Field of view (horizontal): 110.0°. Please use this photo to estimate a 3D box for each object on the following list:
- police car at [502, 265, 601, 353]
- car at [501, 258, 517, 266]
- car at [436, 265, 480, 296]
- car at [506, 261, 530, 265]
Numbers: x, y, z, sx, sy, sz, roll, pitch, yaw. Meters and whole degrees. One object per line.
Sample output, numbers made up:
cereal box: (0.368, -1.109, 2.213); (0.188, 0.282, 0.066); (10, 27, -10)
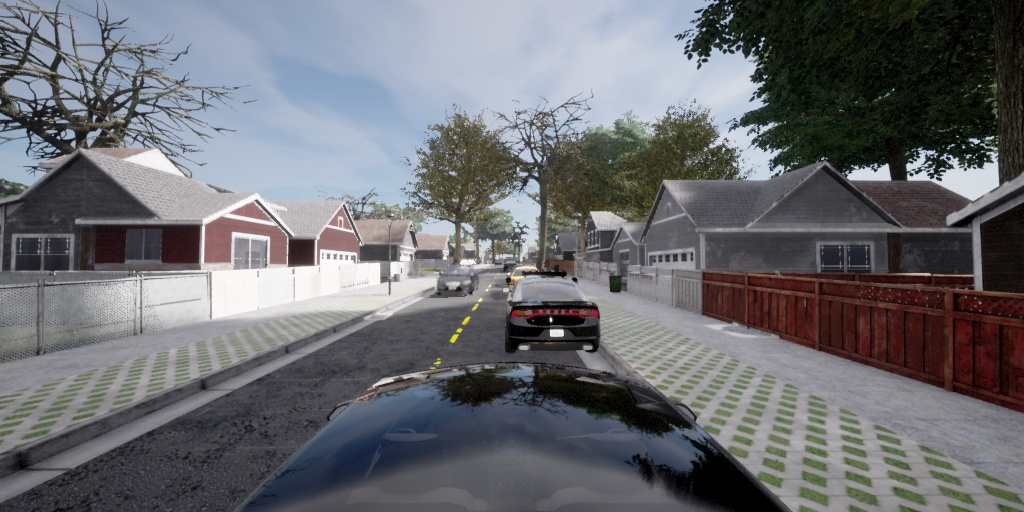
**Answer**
police car: (0.791, 1.181, 9.017); (1.930, 1.638, 5.238); (0, 0, 0)
car: (-0.200, 1.345, 49.566); (1.882, 1.535, 5.008); (0, 0, 0)
car: (-2.840, 1.258, 19.522); (2.128, 1.511, 4.902); (0, 0, 0)
car: (0.737, 1.221, 19.104); (1.801, 1.575, 5.366); (0, 0, 0)
